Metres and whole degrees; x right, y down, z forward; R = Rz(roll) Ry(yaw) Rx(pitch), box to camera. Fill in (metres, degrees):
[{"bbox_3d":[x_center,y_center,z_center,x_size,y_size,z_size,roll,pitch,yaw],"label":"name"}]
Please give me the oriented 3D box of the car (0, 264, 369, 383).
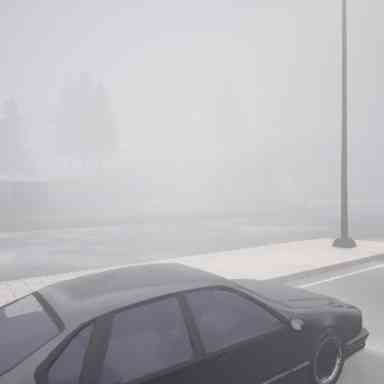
[{"bbox_3d":[-0.316,1.547,3.520,5.357,1.411,2.033,0,0,-36],"label":"car"}]
